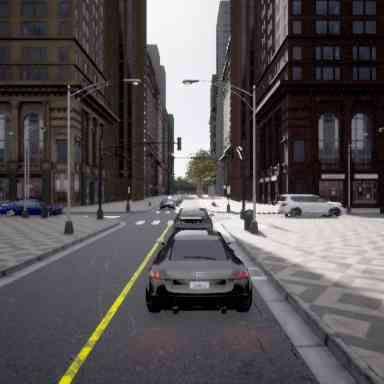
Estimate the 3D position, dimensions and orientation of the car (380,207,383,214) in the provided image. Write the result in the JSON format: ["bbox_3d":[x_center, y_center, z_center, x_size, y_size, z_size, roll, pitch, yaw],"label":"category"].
[{"bbox_3d":[20.508,1.615,32.048,4.181,1.385,1.994,0,0,0],"label":"car"}]

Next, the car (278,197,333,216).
[{"bbox_3d":[10.852,1.374,32.082,4.553,1.767,2.097,0,0,1],"label":"car"}]

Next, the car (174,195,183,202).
[{"bbox_3d":[-3.024,1.516,73.458,1.812,1.442,4.674,0,0,0],"label":"car"}]

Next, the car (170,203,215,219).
[{"bbox_3d":[0.055,1.497,16.594,1.837,1.490,4.892,0,0,0],"label":"car"}]

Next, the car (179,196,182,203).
[{"bbox_3d":[-3.108,1.470,52.810,2.128,1.511,4.902,0,0,0],"label":"car"}]

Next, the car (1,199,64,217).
[{"bbox_3d":[-13.759,1.417,28.853,5.008,1.535,1.882,0,0,0],"label":"car"}]

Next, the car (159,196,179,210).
[{"bbox_3d":[-3.105,1.527,43.049,2.033,1.411,5.357,0,0,0],"label":"car"}]

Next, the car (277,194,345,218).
[{"bbox_3d":[10.219,1.237,28.848,5.566,2.045,2.150,0,0,0],"label":"car"}]

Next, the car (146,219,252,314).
[{"bbox_3d":[0.105,1.560,7.686,1.994,1.385,4.181,0,0,-1],"label":"car"}]
